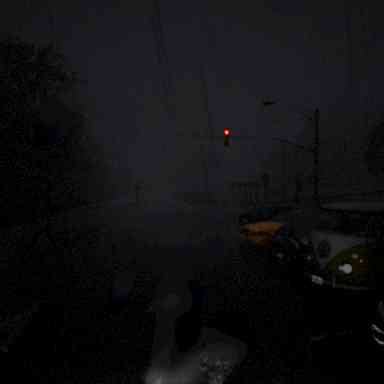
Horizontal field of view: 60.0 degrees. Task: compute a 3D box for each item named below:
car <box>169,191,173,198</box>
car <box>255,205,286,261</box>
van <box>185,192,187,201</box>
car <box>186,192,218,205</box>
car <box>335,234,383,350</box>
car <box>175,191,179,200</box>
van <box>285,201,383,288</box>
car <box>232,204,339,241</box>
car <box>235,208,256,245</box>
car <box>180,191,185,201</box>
[{"bbox_3d":[-2.431,0.894,90.145,5.566,2.045,2.435,0,0,-27],"label":"car"},{"bbox_3d":[4.664,1.294,10.575,4.553,1.767,2.185,1,1,-22],"label":"car"},{"bbox_3d":[1.566,1.124,57.290,4.442,1.987,1.878,0,1,-27],"label":"van"},{"bbox_3d":[1.972,1.247,54.341,4.553,1.767,2.185,0,0,-27],"label":"car"},{"bbox_3d":[4.745,1.456,4.526,4.892,1.521,2.231,1,1,-21],"label":"car"},{"bbox_3d":[-0.144,0.992,72.280,5.566,2.045,2.435,0,0,-27],"label":"car"},{"bbox_3d":[4.591,1.210,7.500,4.442,1.987,1.878,1,1,-21],"label":"van"},{"bbox_3d":[4.637,1.420,16.566,4.792,1.488,2.163,1,0,-22],"label":"car"},{"bbox_3d":[4.380,1.397,13.516,5.366,1.575,1.946,1,1,-22],"label":"car"},{"bbox_3d":[1.293,1.077,60.316,5.566,2.045,2.435,0,1,-27],"label":"car"}]
